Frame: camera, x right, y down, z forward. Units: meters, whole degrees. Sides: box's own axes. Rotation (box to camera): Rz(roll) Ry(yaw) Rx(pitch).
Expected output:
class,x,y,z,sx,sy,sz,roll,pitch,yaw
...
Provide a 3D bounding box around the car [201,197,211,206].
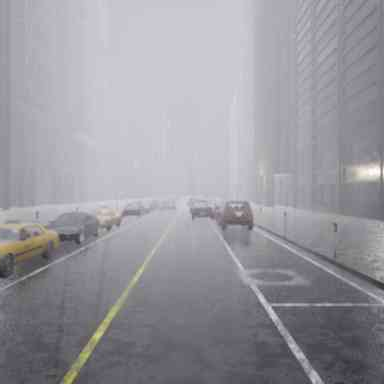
class,x,y,z,sx,sy,sz,roll,pitch,yaw
car,2.767,1.870,67.366,1.967,1.590,4.097,0,0,0

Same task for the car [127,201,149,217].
class,x,y,z,sx,sy,sz,roll,pitch,yaw
car,-5.760,1.748,33.298,1.887,1.381,4.507,0,0,0

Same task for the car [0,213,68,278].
class,x,y,z,sx,sy,sz,roll,pitch,yaw
car,-5.762,1.589,10.418,1.752,1.417,4.829,0,0,0

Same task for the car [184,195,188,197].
class,x,y,z,sx,sy,sz,roll,pitch,yaw
car,0.005,1.905,64.888,2.128,1.511,4.902,0,0,0

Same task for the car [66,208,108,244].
class,x,y,z,sx,sy,sz,roll,pitch,yaw
car,-5.761,1.665,16.266,1.947,1.339,4.313,0,0,0

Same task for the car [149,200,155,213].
class,x,y,z,sx,sy,sz,roll,pitch,yaw
car,-5.760,1.764,38.805,1.752,1.417,4.829,0,0,0

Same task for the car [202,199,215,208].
class,x,y,z,sx,sy,sz,roll,pitch,yaw
car,2.766,1.919,56.011,1.947,1.339,4.313,0,0,0

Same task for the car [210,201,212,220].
class,x,y,z,sx,sy,sz,roll,pitch,yaw
car,2.765,1.694,27.794,1.752,1.417,4.829,0,0,0

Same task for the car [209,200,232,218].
class,x,y,z,sx,sy,sz,roll,pitch,yaw
car,2.765,1.643,33.302,1.967,1.590,4.097,0,0,0

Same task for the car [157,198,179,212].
class,x,y,z,sx,sy,sz,roll,pitch,yaw
car,-3.085,1.832,43.318,1.994,1.385,4.181,0,0,0

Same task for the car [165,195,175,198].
class,x,y,z,sx,sy,sz,roll,pitch,yaw
car,-5.757,1.948,78.716,1.967,1.590,4.097,0,0,0

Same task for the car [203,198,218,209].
class,x,y,z,sx,sy,sz,roll,pitch,yaw
car,2.766,1.755,50.334,1.967,1.590,4.097,0,0,0

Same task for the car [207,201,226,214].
class,x,y,z,sx,sy,sz,roll,pitch,yaw
car,2.765,1.784,38.979,1.887,1.381,4.507,0,0,0

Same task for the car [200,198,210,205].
class,x,y,z,sx,sy,sz,roll,pitch,yaw
car,2.768,2.035,73.043,1.947,1.339,4.313,0,0,0

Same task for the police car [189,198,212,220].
class,x,y,z,sx,sy,sz,roll,pitch,yaw
police car,0.902,1.610,30.264,1.930,1.638,5.238,0,0,0

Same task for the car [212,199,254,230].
class,x,y,z,sx,sy,sz,roll,pitch,yaw
car,2.764,1.448,21.947,2.192,1.841,5.009,0,0,0

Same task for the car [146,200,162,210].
class,x,y,z,sx,sy,sz,roll,pitch,yaw
car,-5.759,1.881,50.329,1.947,1.339,4.313,0,0,0

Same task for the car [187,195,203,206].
class,x,y,z,sx,sy,sz,roll,pitch,yaw
car,0.769,1.599,40.109,2.097,1.767,4.553,0,0,-1

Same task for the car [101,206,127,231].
class,x,y,z,sx,sy,sz,roll,pitch,yaw
car,-5.761,1.658,21.772,1.752,1.417,4.829,0,0,0

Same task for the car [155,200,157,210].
class,x,y,z,sx,sy,sz,roll,pitch,yaw
car,-5.759,1.822,44.652,1.887,1.381,4.507,0,0,0

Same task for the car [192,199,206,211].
class,x,y,z,sx,sy,sz,roll,pitch,yaw
car,0.904,1.744,46.343,1.801,1.575,5.366,0,0,0
